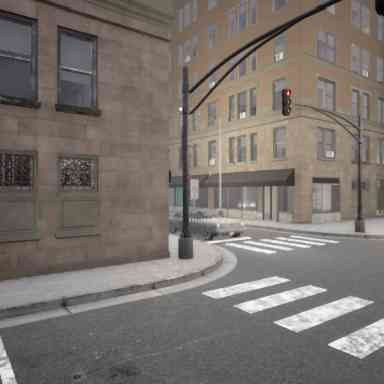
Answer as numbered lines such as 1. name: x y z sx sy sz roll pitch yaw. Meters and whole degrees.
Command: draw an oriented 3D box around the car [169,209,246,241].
1. car: 0.487 1.527 16.580 1.895 1.301 4.718 0 0 -36
